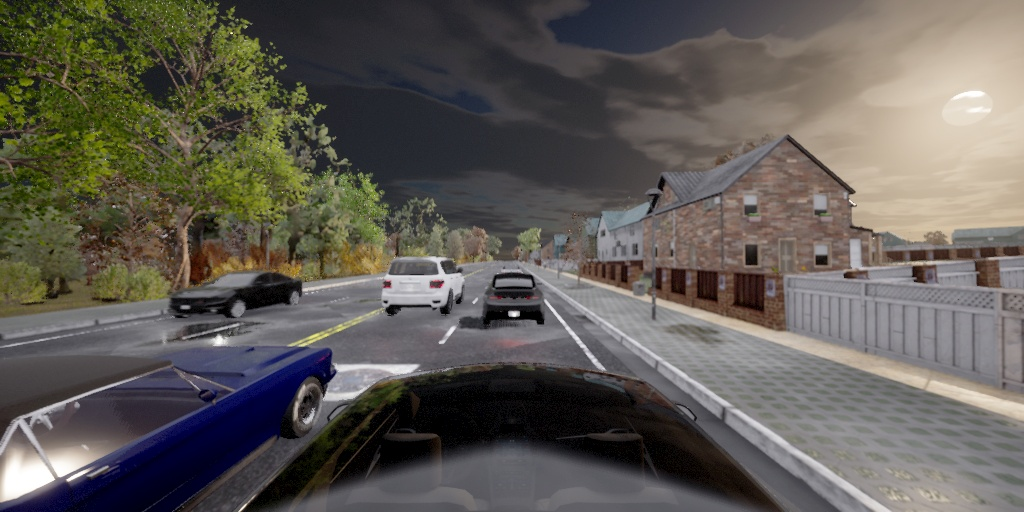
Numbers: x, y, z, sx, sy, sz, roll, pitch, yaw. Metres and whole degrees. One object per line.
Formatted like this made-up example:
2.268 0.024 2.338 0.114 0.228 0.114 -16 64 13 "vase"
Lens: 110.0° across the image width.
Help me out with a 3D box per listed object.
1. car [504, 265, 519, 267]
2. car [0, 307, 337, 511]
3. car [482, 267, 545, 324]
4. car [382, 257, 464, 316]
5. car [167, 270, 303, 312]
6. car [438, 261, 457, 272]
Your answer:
-0.079 1.556 35.326 1.895 1.301 4.718 0 0 -1 "car"
-3.157 1.356 2.466 1.895 1.301 4.718 0 0 0 "car"
0.048 1.320 12.197 1.837 1.490 4.892 0 0 0 "car"
-3.209 1.049 13.929 2.150 2.045 5.566 0 0 0 "car"
-9.906 1.299 13.359 1.882 1.535 5.008 0 0 0 "car"
-10.027 1.624 56.310 2.128 1.511 4.902 0 0 0 "car"
